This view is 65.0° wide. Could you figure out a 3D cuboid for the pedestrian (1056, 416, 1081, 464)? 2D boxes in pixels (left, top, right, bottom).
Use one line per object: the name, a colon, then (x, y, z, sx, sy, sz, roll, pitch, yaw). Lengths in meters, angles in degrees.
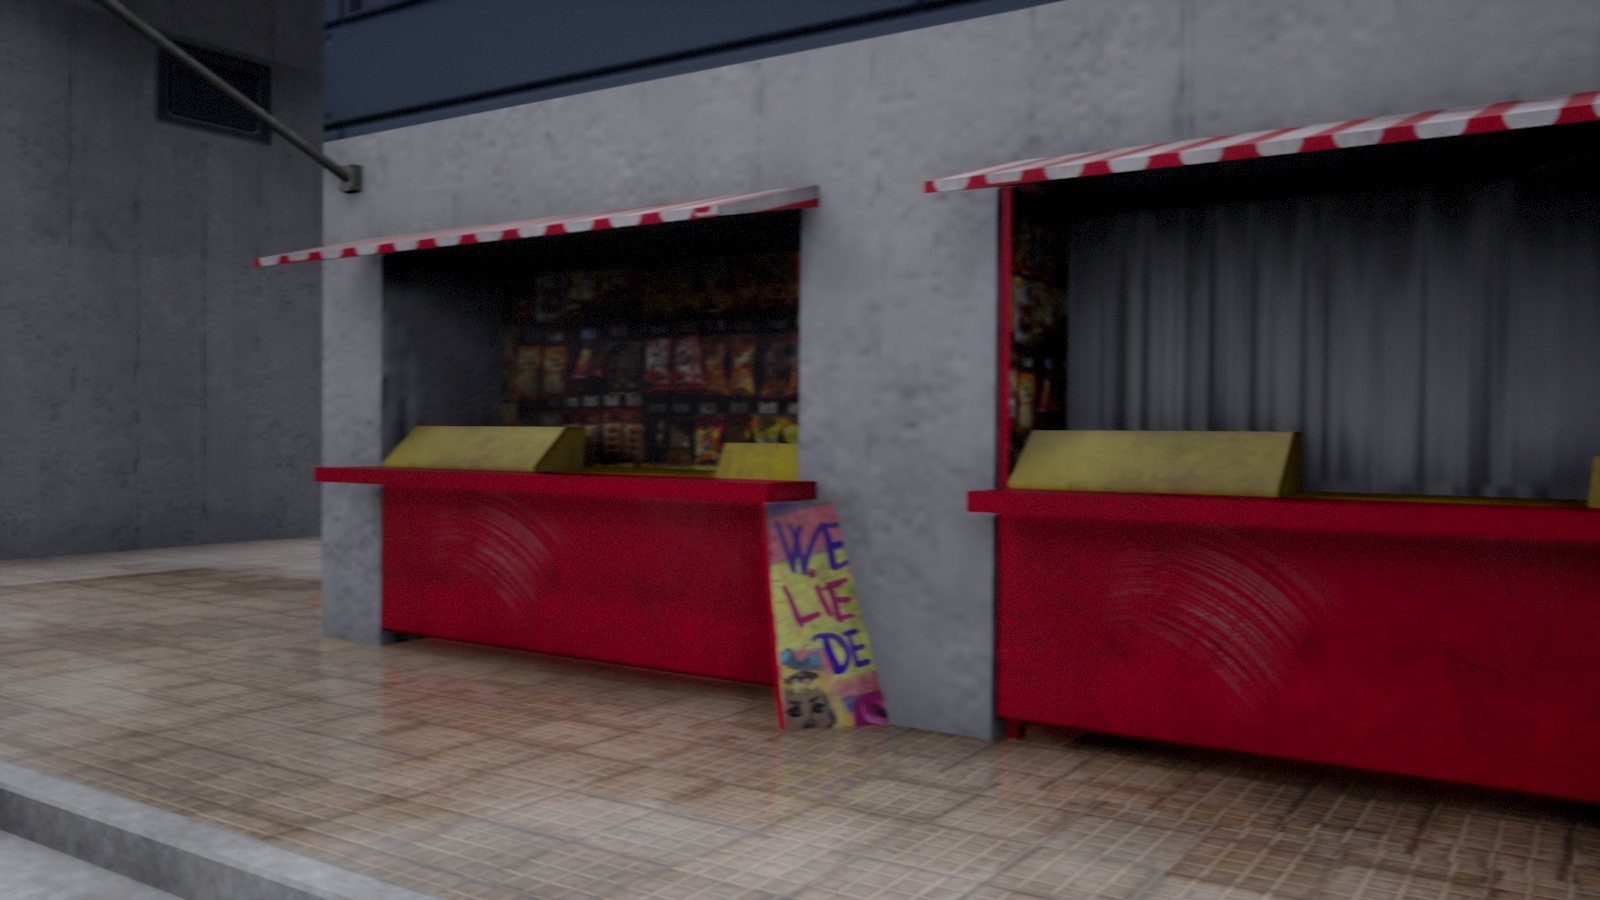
pedestrian: (10.723, -0.390, 50.161, 0.849, 1.883, 0.563, 0, 1, 33)
